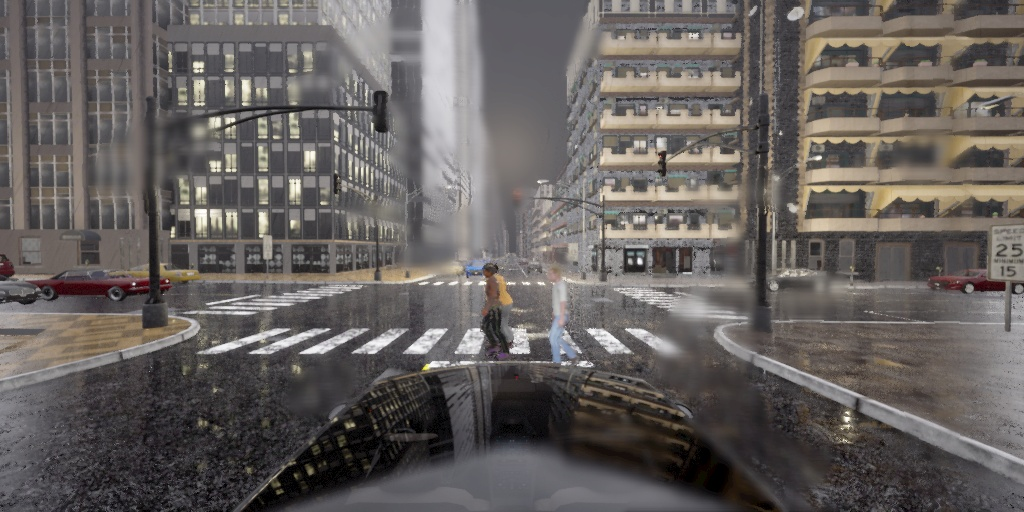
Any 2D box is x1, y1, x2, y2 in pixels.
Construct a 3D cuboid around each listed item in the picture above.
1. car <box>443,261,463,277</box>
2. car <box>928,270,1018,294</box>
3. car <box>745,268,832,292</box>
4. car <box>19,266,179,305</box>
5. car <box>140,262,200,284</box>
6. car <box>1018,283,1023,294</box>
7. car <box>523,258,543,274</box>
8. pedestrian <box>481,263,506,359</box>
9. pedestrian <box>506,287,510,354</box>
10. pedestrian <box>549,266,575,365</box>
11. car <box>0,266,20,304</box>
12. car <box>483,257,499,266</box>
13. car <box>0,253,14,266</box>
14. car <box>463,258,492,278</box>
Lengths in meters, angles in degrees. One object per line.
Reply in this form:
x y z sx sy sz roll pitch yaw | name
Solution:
-5.757 1.265 35.832 1.751 1.417 4.829 0 0 0 | car
27.336 1.462 21.095 4.507 1.381 1.888 0 0 1 | car
16.271 1.375 21.228 4.403 1.370 2.007 0 0 1 | car
-18.051 1.231 15.844 4.718 1.301 1.895 0 1 1 | car
-21.706 1.029 21.652 4.829 1.417 1.751 0 0 1 | car
21.694 1.576 12.783 4.313 1.339 1.948 0 0 1 | car
2.612 1.289 41.672 2.007 1.370 4.403 0 0 0 | car
-0.362 1.042 6.931 0.375 1.860 0.375 -1 1 0 | pedestrian
-0.299 1.042 7.597 0.375 1.860 0.375 -1 1 0 | pedestrian
0.843 1.042 6.341 0.375 1.860 0.375 -1 1 0 | pedestrian
-20.309 1.204 13.322 4.403 1.370 2.007 0 0 1 | car
-3.177 1.230 46.640 2.128 1.511 4.902 0 0 0 | car
-33.653 0.712 21.834 5.009 1.841 2.192 0 0 1 | car
-3.153 1.218 33.638 1.882 1.535 5.008 0 0 -1 | car
